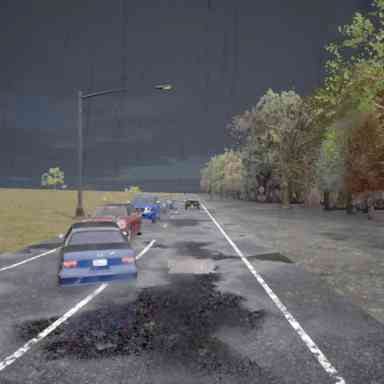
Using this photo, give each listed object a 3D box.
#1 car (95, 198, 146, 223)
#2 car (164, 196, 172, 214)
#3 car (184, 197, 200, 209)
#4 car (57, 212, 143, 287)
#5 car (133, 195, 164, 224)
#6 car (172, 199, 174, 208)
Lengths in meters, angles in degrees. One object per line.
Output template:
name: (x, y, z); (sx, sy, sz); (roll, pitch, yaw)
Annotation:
car: (-3.678, 1.353, 15.635); (2.097, 1.767, 4.553); (0, 0, 1)
car: (-3.608, 1.351, 35.305); (2.097, 1.767, 4.553); (0, 0, 0)
car: (0.042, 1.500, 44.268); (1.837, 1.490, 4.892); (0, 0, 0)
car: (-2.768, 1.549, 9.460); (2.033, 1.411, 5.357); (0, 0, -19)
car: (-3.614, 1.223, 25.300); (2.150, 2.045, 5.566); (0, 0, -1)
car: (-3.610, 1.347, 45.312); (2.097, 1.767, 4.553); (0, 0, 0)
